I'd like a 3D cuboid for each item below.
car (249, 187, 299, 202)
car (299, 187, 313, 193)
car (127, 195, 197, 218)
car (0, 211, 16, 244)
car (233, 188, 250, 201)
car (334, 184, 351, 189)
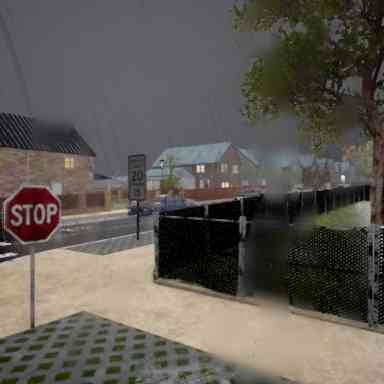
[{"bbox_3d":[7.352,0.397,29.363,2.128,1.511,4.902,-1,2,36],"label":"car"},{"bbox_3d":[14.385,-0.026,43.907,1.895,1.301,4.718,-1,2,36],"label":"car"},{"bbox_3d":[-1.769,0.884,21.815,2.033,1.411,5.357,-1,2,36],"label":"car"},{"bbox_3d":[-8.311,1.314,11.845,2.033,1.411,5.357,-1,2,27],"label":"car"},{"bbox_3d":[5.686,0.377,32.062,2.128,1.511,4.902,-1,2,36],"label":"car"},{"bbox_3d":[23.318,-0.546,51.325,2.128,1.511,4.902,-1,2,36],"label":"car"}]
